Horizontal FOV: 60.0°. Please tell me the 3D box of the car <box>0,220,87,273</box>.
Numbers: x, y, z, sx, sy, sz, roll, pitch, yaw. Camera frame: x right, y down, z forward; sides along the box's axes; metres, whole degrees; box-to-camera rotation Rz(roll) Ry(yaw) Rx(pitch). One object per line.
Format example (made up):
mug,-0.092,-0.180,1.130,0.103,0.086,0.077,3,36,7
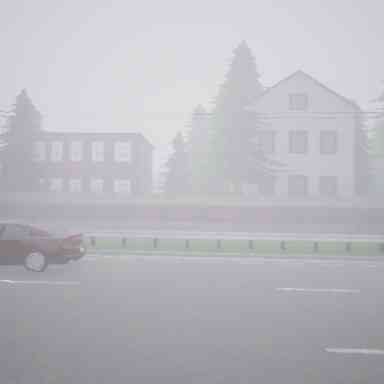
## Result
car,-6.009,1.652,10.841,5.008,1.535,1.882,1,-1,3
